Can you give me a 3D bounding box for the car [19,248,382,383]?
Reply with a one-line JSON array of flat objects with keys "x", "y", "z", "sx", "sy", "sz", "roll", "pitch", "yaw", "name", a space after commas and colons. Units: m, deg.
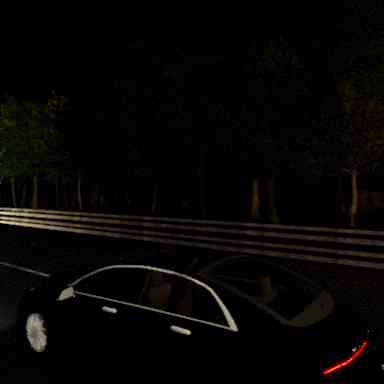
[{"x": -0.357, "y": 1.502, "z": 4.313, "sx": 4.892, "sy": 1.490, "sz": 1.837, "roll": 0, "pitch": 0, "yaw": 36, "name": "car"}]
